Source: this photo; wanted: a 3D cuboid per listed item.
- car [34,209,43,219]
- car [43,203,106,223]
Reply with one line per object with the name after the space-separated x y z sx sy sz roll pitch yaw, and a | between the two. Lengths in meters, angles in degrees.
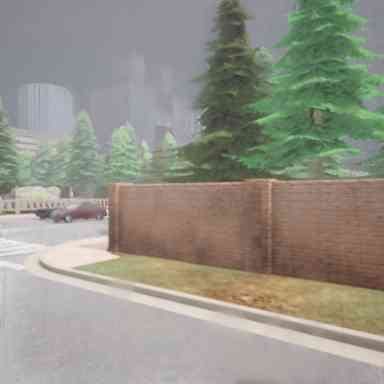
-11.202 1.673 29.221 1.895 1.301 4.718 0 0 35 | car
-8.934 1.588 26.364 1.812 1.442 4.674 0 0 35 | car
